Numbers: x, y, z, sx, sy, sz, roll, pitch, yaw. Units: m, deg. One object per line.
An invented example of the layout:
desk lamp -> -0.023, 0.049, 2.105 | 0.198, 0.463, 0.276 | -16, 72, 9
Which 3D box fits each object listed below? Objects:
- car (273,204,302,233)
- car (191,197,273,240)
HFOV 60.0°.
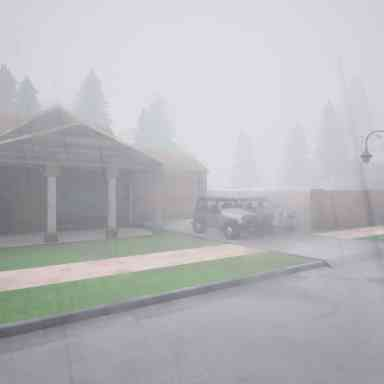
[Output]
car -> 3.434, 1.174, 17.762 | 1.932, 1.855, 4.605 | 0, 0, -36
car -> 1.614, 1.176, 15.984 | 1.905, 1.878, 3.866 | 0, 0, -36
